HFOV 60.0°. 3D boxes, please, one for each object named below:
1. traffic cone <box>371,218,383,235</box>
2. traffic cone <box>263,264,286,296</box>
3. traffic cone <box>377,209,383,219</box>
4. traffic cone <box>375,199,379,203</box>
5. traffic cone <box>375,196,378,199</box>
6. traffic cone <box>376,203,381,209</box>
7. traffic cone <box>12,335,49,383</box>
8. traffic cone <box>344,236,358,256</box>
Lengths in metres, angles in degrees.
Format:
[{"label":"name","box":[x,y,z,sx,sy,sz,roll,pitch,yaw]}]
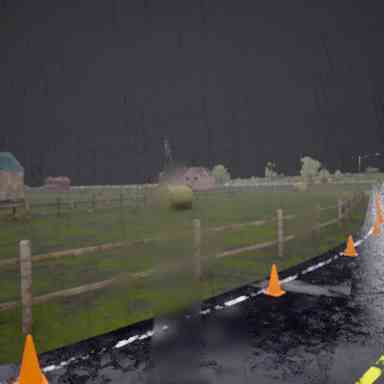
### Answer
[{"label":"traffic cone","box":[7.830,1.517,14.158,0.340,0.580,0.340,-1,1,34]},{"label":"traffic cone","box":[1.713,1.800,6.907,0.340,0.580,0.340,-2,1,-44]},{"label":"traffic cone","box":[10.318,1.378,18.203,0.340,0.580,0.340,-1,1,29]},{"label":"traffic cone","box":[15.103,1.071,26.973,0.340,0.580,0.340,-1,1,29]},{"label":"traffic cone","box":[17.497,0.914,31.360,0.340,0.580,0.340,-1,1,29]},{"label":"traffic cone","box":[12.709,1.225,22.585,0.340,0.580,0.340,-1,1,29]},{"label":"traffic cone","box":[-1.860,1.939,3.822,0.340,0.580,0.340,-2,1,-37]},{"label":"traffic cone","box":[4.953,1.659,10.380,0.340,0.580,0.340,-1,1,40]}]
